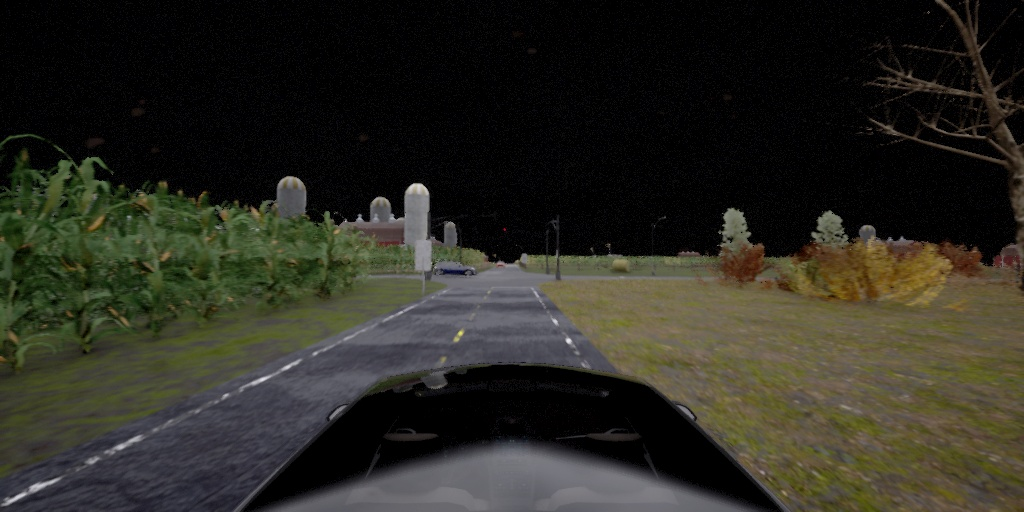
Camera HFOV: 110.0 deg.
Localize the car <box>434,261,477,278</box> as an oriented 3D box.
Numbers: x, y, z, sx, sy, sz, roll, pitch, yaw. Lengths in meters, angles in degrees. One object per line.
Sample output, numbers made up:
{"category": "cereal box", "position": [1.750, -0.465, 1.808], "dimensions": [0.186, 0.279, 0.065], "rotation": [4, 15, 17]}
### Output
{"category": "car", "position": [-6.089, 1.360, 38.999], "dimensions": [4.553, 1.767, 2.097], "rotation": [1, 0, -4]}
